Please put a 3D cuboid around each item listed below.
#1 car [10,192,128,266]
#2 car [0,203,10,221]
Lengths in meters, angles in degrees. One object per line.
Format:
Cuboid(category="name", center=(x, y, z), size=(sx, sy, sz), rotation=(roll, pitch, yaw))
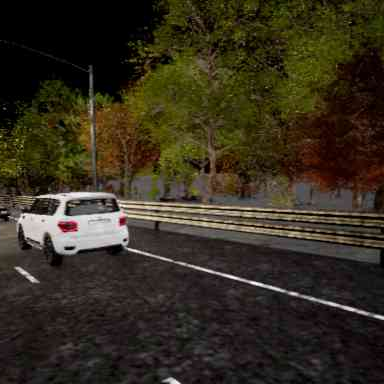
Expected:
Cuboid(category="car", center=(-4.232, 1.036, 11.249), size=(2.150, 2.045, 5.566), rotation=(-3, 2, -39))
Cuboid(category="car", center=(-14.154, 1.395, 23.191), size=(1.895, 1.301, 4.718), rotation=(-3, 2, -39))
